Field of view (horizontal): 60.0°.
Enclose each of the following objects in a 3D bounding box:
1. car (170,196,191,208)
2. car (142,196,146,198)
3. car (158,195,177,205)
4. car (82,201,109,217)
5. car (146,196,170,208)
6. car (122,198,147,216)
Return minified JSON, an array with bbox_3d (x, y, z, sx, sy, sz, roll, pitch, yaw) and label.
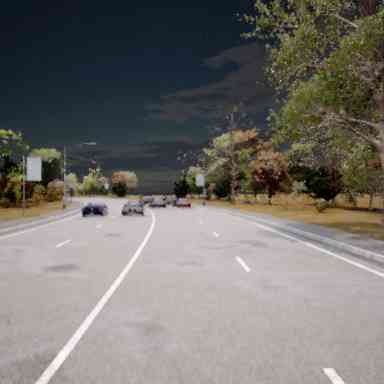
[{"bbox_3d":[-1.518,1.480,47.640,1.994,1.385,4.181,0,0,-15],"label":"car"},{"bbox_3d":[-7.548,1.400,56.068,1.837,1.490,4.892,0,0,-19],"label":"car"},{"bbox_3d":[-4.241,1.388,57.218,2.128,1.511,4.902,0,0,-19],"label":"car"},{"bbox_3d":[-8.952,1.549,30.950,1.895,1.301,4.718,0,0,-8],"label":"car"},{"bbox_3d":[-4.875,1.479,46.625,1.994,1.385,4.181,0,0,-15],"label":"car"},{"bbox_3d":[-5.465,1.513,31.200,1.994,1.385,4.181,0,0,-7],"label":"car"}]
